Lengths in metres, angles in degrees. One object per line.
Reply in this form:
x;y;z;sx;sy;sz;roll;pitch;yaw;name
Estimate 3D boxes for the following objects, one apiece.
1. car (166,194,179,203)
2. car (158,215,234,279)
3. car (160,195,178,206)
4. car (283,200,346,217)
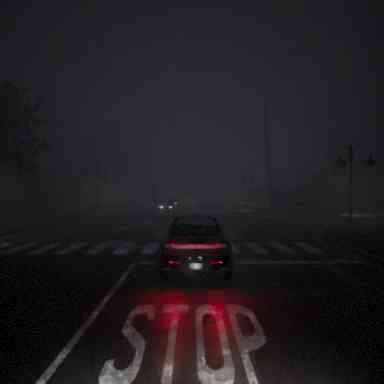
-3.512;1.158;60.450;2.033;1.411;5.357;0;0;0;car
0.091;1.427;9.825;2.128;1.511;4.902;0;0;0;car
-3.538;1.234;48.650;2.033;1.411;5.357;0;0;1;car
10.105;1.318;27.536;4.718;1.301;1.895;0;0;-2;car
